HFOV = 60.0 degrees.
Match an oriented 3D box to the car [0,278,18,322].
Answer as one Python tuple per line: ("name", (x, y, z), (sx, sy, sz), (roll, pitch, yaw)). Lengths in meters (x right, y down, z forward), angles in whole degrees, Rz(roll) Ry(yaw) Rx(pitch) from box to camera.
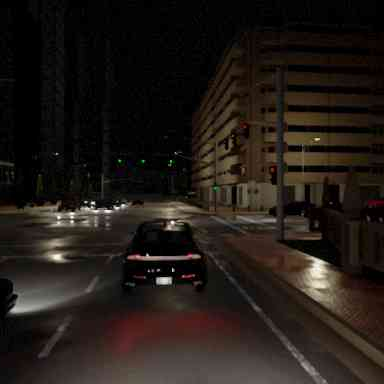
("car", (-3.789, 1.555, 3.282), (2.033, 1.411, 5.357), (0, 0, -4))

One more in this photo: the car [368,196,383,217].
("car", (19.610, 1.336, 32.434), (5.566, 2.045, 2.150), (0, 0, -6))

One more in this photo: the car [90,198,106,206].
("car", (-16.819, 1.720, 59.576), (1.895, 1.301, 4.718), (0, 0, -6))

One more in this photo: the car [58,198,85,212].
("car", (-14.790, 1.607, 40.380), (1.812, 1.442, 4.674), (0, 0, -6))

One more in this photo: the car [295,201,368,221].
("car", (11.676, 1.599, 28.017), (4.902, 1.511, 2.128), (0, 0, -6))

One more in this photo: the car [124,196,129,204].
("car", (-13.722, 1.728, 63.752), (1.895, 1.301, 4.718), (0, 0, -6))

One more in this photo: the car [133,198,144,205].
("car", (-9.746, 1.721, 60.758), (1.895, 1.301, 4.718), (0, 0, -6))

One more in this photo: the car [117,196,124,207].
("car", (-12.695, 1.459, 53.747), (2.097, 1.767, 4.553), (0, 0, -6))

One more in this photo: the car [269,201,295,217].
("car", (9.751, 1.592, 31.322), (5.008, 1.535, 1.882), (0, 0, -6))

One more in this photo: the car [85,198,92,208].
("car", (-15.810, 1.648, 49.915), (2.033, 1.411, 5.357), (0, 0, -6))

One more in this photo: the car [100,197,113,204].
("car", (-17.832, 1.691, 69.624), (1.994, 1.385, 4.181), (0, 0, -6))

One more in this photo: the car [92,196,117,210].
("car", (-11.725, 1.615, 44.750), (1.812, 1.442, 4.674), (0, 0, -5))

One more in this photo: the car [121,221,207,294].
("car", (-0.729, 1.510, 8.874), (2.128, 1.511, 4.902), (0, 0, -4))
